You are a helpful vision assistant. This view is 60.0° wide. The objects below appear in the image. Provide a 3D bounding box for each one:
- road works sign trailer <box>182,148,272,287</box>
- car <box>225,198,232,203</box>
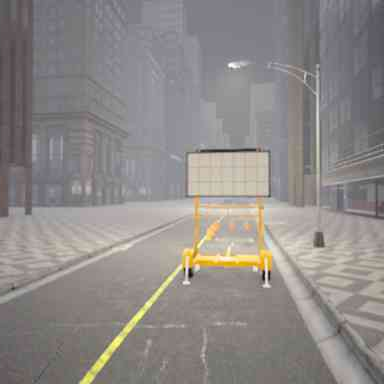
[{"bbox_3d":[1.048,0.552,9.697,2.380,3.560,2.880,0,-1,8],"label":"road works sign trailer"},{"bbox_3d":[9.662,2.185,87.487,1.812,1.442,4.674,0,-1,8],"label":"car"}]
